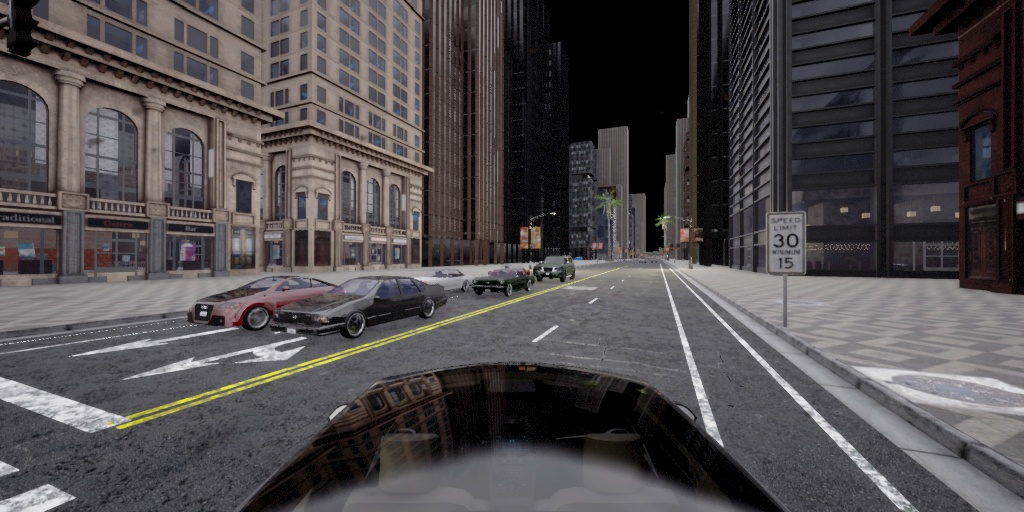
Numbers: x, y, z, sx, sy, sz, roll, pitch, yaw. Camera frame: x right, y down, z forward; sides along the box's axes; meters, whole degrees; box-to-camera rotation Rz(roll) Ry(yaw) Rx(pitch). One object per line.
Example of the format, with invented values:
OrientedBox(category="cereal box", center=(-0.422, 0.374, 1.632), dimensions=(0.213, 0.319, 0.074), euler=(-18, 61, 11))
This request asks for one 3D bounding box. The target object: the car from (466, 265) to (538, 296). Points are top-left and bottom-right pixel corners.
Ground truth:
OrientedBox(category="car", center=(-0.352, 1.357, 19.423), dimensions=(1.895, 1.301, 4.718), euler=(0, 0, 22))

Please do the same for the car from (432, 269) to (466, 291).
OrientedBox(category="car", center=(-3.936, 1.356, 19.244), dimensions=(1.895, 1.301, 4.718), euler=(0, 0, 22))

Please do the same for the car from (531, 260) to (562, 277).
OrientedBox(category="car", center=(3.708, 1.250, 37.907), dimensions=(1.882, 1.535, 5.008), euler=(0, 0, 23))

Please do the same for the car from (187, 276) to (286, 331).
OrientedBox(category="car", center=(-7.236, 1.315, 11.128), dimensions=(1.994, 1.385, 4.181), euler=(0, 0, 22))

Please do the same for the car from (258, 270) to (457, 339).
OrientedBox(category="car", center=(-3.969, 1.299, 10.542), dimensions=(2.033, 1.411, 5.357), euler=(0, 0, 22))

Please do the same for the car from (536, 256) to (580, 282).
OrientedBox(category="car", center=(3.686, 0.986, 29.328), dimensions=(2.150, 2.045, 5.566), euler=(0, 0, 22))

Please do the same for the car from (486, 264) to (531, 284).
OrientedBox(category="car", center=(-0.177, 1.364, 28.469), dimensions=(1.895, 1.301, 4.718), euler=(0, 0, 22))
